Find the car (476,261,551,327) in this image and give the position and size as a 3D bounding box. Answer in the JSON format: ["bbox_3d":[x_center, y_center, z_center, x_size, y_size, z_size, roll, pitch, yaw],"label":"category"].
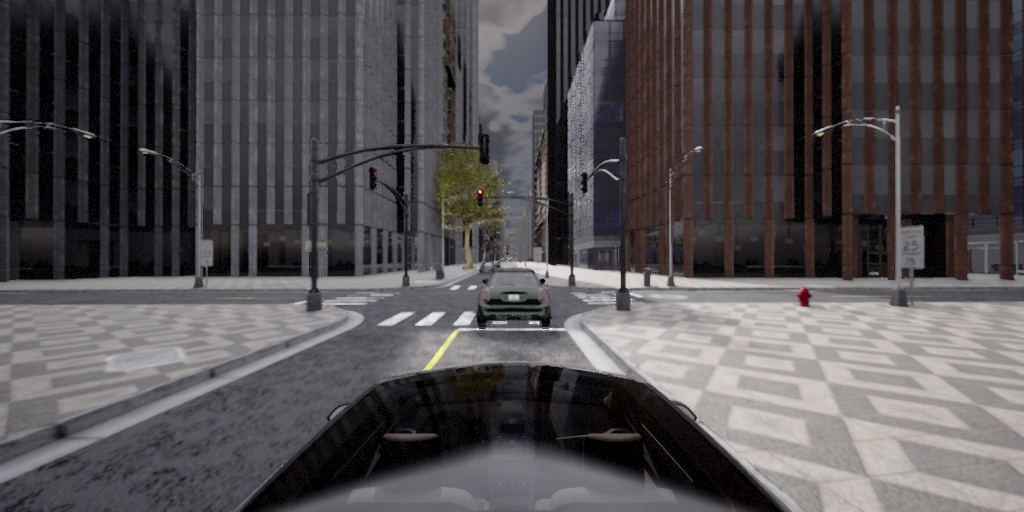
[{"bbox_3d":[0.062,1.157,11.858,2.097,1.767,4.553,0,0,0],"label":"car"}]

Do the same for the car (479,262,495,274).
[{"bbox_3d":[-3.120,1.517,45.501,1.812,1.442,4.674,0,0,0],"label":"car"}]
